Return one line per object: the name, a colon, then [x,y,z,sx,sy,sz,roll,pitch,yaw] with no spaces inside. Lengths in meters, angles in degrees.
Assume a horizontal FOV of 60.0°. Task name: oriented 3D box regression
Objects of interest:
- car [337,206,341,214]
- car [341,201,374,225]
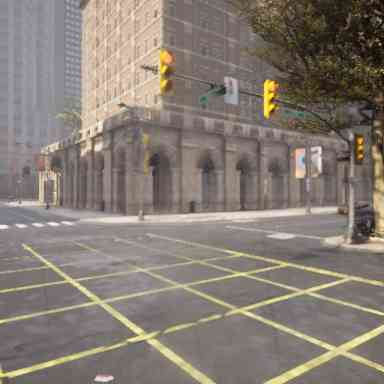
car: [16.918,1.633,34.050,4.718,1.301,1.895,0,0,-36]
car: [12.586,1.532,22.789,4.892,1.490,1.837,0,0,-35]
